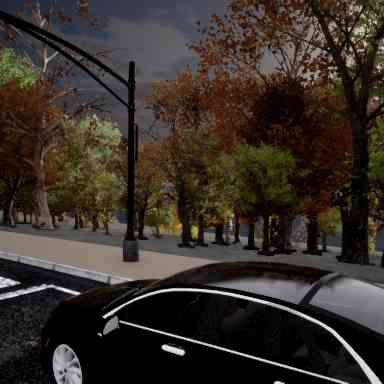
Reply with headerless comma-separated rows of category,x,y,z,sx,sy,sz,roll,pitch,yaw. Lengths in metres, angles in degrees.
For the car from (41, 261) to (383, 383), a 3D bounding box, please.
car,0.389,1.505,3.397,4.892,1.490,1.837,0,0,36
